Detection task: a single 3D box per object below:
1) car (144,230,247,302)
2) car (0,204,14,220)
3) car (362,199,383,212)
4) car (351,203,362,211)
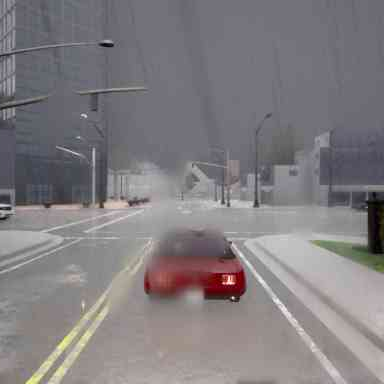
[{"bbox_3d":[0.070,1.601,8.214,1.895,1.301,4.718,0,0,0],"label":"car"},{"bbox_3d":[-17.340,1.339,26.613,5.566,2.045,2.150,-1,0,0],"label":"car"},{"bbox_3d":[20.961,1.496,34.128,5.357,1.411,2.033,0,0,-1],"label":"car"},{"bbox_3d":[20.976,1.498,37.637,5.357,1.411,2.033,0,0,-1],"label":"car"}]
